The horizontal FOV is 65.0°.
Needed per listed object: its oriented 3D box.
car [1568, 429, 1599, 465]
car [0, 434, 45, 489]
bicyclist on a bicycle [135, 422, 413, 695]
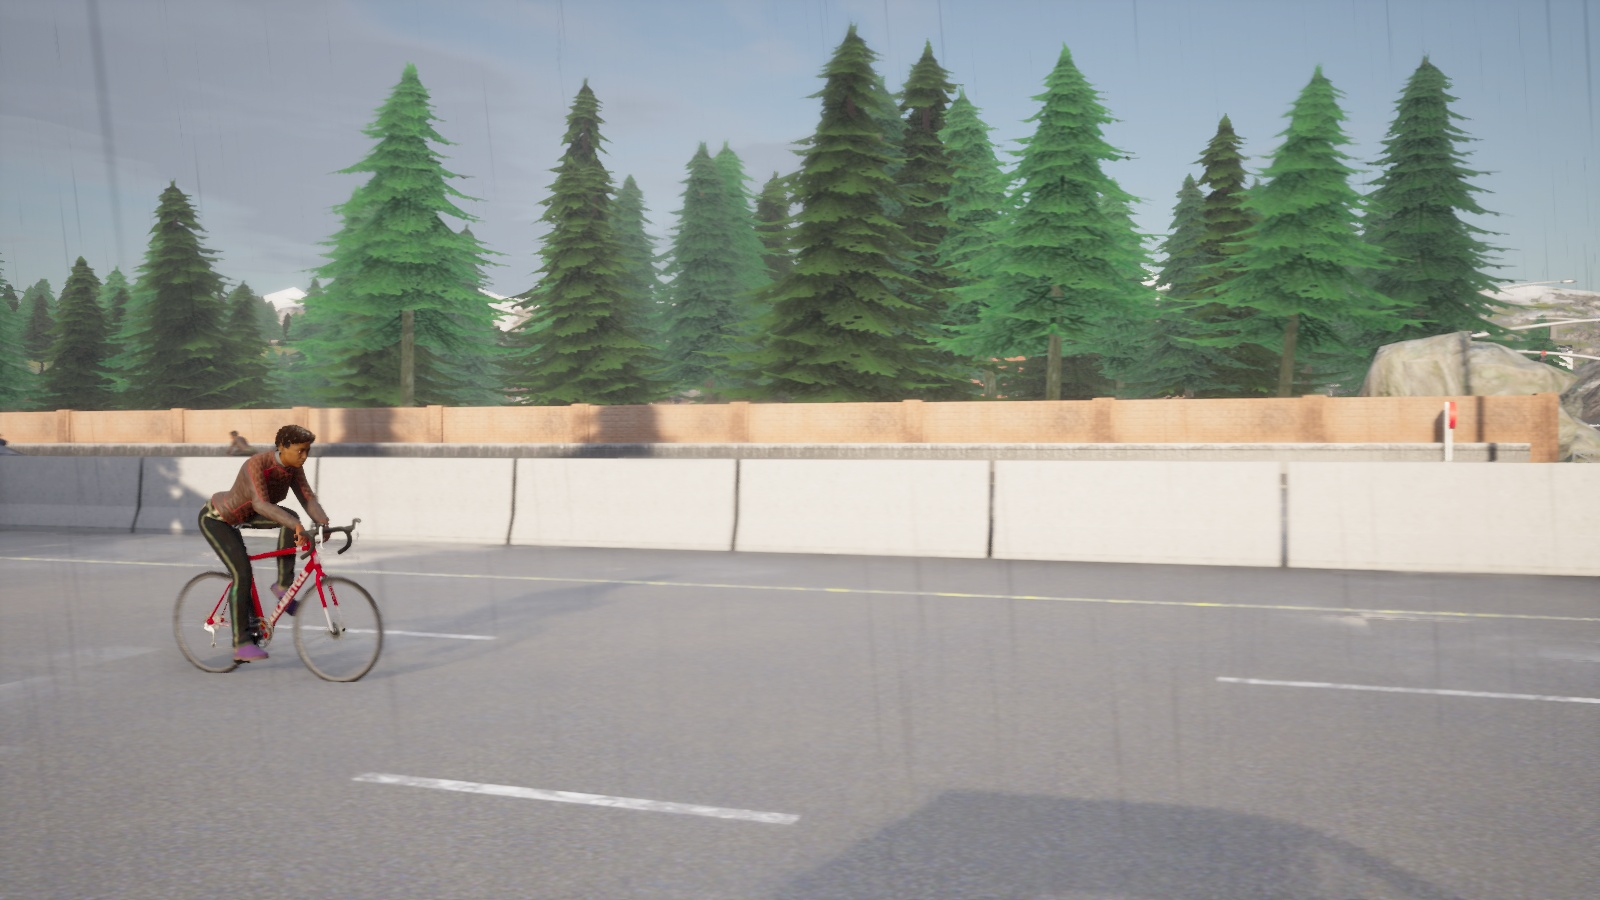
[{"bbox_3d":[34.799,-0.142,54.284,1.970,1.475,3.806,1,1,19],"label":"car"},{"bbox_3d":[-22.217,0.281,32.847,4.181,1.385,1.994,1,1,19],"label":"car"},{"bbox_3d":[-3.357,0.638,8.014,1.656,1.620,0.582,1,1,19],"label":"bicyclist on a bicycle"}]
